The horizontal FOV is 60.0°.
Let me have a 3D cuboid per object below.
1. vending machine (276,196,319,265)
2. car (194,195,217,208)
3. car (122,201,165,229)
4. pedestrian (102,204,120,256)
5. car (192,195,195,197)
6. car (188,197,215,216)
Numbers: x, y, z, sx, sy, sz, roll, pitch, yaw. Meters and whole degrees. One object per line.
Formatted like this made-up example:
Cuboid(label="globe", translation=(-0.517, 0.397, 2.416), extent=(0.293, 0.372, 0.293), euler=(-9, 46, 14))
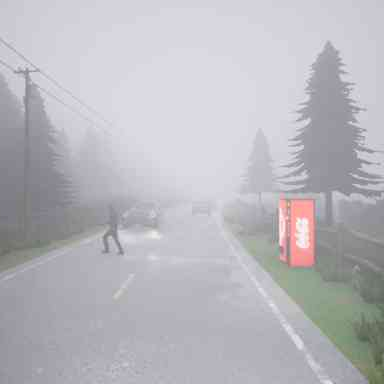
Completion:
Cuboid(label="vending machine", translation=(3.335, 1.195, 10.603), extent=(1.100, 2.100, 0.880), euler=(0, 0, 0))
Cuboid(label="car", translation=(2.085, 1.352, 44.946), extent=(2.097, 1.767, 4.553), euler=(0, 0, 10))
Cuboid(label="car", translation=(-3.017, 1.355, 21.469), extent=(2.097, 1.767, 4.553), euler=(0, 0, 3))
Cuboid(label="pedestrian", translation=(-2.831, 1.294, 11.643), extent=(0.375, 1.860, 0.375), euler=(0, 0, 0))
Cuboid(label="car", translation=(0.682, 1.351, 58.847), extent=(2.097, 1.767, 4.553), euler=(0, 0, 9))
Cuboid(label="car", translation=(0.971, 1.547, 32.350), extent=(2.033, 1.411, 5.357), euler=(0, 0, 4))
